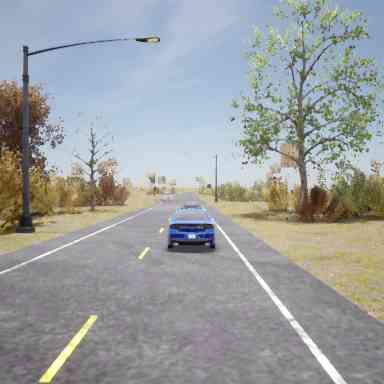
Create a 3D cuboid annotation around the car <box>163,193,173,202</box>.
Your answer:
[{"bbox_3d":[-5.669,1.164,77.201,2.150,2.045,5.566,0,0,-8],"label":"car"}]

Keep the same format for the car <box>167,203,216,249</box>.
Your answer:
[{"bbox_3d":[-0.017,1.483,14.655,1.882,1.535,5.008,0,0,0],"label":"car"}]

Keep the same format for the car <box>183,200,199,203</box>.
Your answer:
[{"bbox_3d":[-0.078,1.493,29.659,2.128,1.511,4.902,0,0,0],"label":"car"}]
